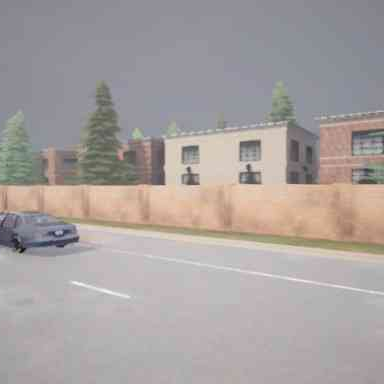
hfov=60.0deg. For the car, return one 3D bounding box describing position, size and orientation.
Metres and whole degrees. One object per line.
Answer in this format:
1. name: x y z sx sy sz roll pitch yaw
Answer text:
1. car: -6.683 1.448 13.068 5.357 1.411 2.033 1 0 36
